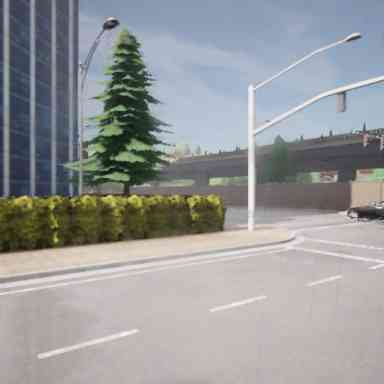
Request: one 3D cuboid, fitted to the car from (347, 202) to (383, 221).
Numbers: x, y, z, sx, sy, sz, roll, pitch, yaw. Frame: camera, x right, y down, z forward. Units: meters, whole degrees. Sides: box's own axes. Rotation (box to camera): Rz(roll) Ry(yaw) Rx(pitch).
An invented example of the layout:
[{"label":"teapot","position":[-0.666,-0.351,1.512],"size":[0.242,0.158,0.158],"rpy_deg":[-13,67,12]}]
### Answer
[{"label":"car","position":[13.533,1.440,23.942],"size":[2.128,1.511,4.902],"rpy_deg":[0,0,-23]}]
